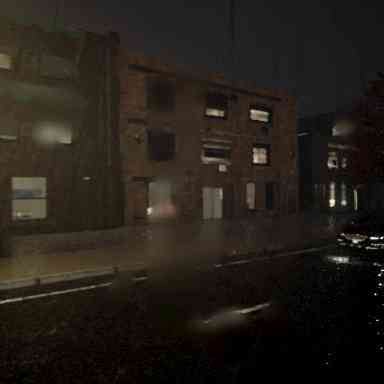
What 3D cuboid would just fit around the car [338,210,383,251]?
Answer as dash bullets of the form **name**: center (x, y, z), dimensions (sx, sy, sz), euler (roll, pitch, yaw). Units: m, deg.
- **car**: center (7.773, 1.500, 13.217), dimensions (4.892, 1.490, 1.837), euler (0, 0, -36)
